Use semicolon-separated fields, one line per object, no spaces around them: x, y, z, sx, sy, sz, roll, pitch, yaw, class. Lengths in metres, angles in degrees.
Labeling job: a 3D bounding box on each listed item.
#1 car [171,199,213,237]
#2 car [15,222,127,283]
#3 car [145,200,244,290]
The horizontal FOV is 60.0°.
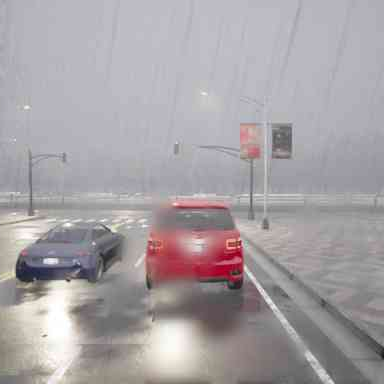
-0.024;1.343;18.813;2.097;1.767;4.553;0;0;0;car
-3.217;1.559;9.653;1.994;1.385;4.181;0;0;1;car
0.044;1.217;9.223;2.150;2.045;5.566;0;0;-1;car
